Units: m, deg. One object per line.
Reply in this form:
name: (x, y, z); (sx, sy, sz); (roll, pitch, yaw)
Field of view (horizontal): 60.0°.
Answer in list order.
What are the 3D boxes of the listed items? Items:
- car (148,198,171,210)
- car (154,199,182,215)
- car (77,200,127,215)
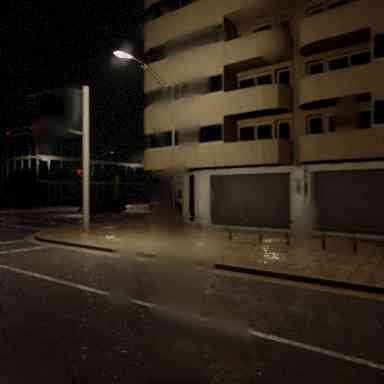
car: (-3.597, 1.521, 43.158); (1.882, 1.535, 5.008); (0, 0, 36)
car: (-1.294, 1.633, 34.106); (1.895, 1.301, 4.718); (0, 0, 36)
car: (-9.369, 1.590, 35.249); (2.033, 1.411, 5.357); (0, 0, 37)
